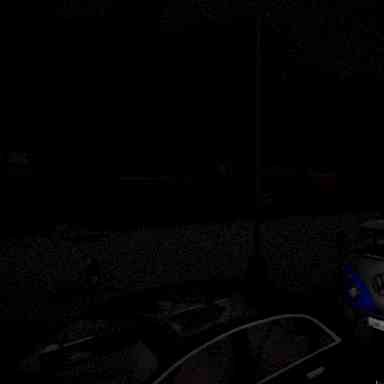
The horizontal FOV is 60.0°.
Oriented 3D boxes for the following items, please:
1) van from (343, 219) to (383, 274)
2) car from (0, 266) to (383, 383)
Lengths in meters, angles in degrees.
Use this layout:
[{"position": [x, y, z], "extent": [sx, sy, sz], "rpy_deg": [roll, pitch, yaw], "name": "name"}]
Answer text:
[{"position": [4.324, 1.332, 5.882], "extent": [3.998, 1.788, 1.690], "rpy_deg": [0, 1, -36], "name": "van"}, {"position": [-0.192, 1.551, 2.664], "extent": [4.403, 1.369, 2.008], "rpy_deg": [0, 0, -36], "name": "car"}]
